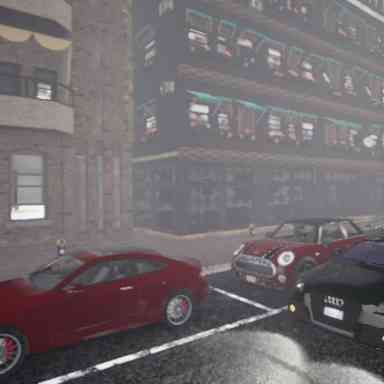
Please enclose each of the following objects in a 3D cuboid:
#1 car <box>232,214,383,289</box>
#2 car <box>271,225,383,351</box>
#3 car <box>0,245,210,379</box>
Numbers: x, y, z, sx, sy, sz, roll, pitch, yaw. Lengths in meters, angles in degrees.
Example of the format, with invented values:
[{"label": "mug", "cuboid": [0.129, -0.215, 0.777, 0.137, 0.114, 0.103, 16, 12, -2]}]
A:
[{"label": "car", "cuboid": [2.945, 1.423, 8.637, 4.097, 1.590, 1.967, 0, -1, -36]}, {"label": "car", "cuboid": [3.628, 1.549, 5.961, 4.181, 1.385, 1.994, 0, 0, -37]}, {"label": "car", "cuboid": [-1.613, 1.578, 5.381, 4.206, 1.307, 1.802, 0, -1, -36]}]
